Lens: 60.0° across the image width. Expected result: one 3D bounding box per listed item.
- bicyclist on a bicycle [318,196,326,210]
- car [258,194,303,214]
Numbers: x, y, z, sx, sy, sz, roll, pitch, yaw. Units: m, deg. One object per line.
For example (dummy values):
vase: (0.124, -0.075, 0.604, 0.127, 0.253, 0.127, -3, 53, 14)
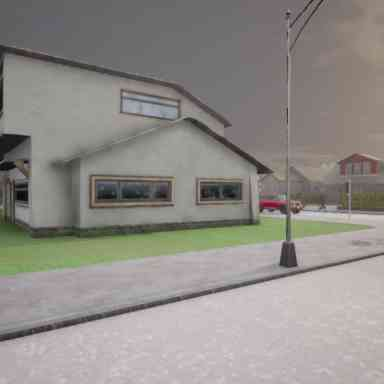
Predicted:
bicyclist on a bicycle: (15.772, 1.349, 40.310, 1.656, 1.620, 0.582, 0, 0, -35)
car: (8.988, 1.222, 35.363, 2.150, 2.045, 5.566, 0, 0, -35)
